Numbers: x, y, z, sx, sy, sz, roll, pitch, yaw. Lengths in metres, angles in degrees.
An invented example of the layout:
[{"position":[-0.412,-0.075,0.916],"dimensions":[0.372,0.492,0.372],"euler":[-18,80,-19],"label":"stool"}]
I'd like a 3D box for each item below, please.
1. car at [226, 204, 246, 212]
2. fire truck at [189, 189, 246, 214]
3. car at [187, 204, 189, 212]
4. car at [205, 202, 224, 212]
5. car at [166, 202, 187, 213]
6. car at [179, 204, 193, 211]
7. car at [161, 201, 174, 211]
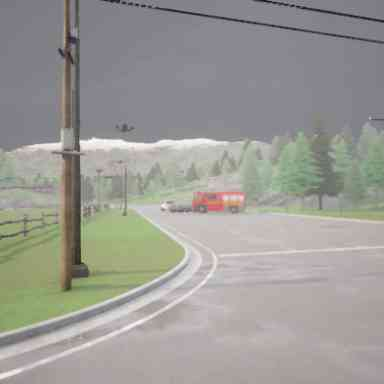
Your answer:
[{"position":[7.663,2.803,58.033],"dimensions":[1.895,1.301,4.718],"euler":[0,-1,-12],"label":"car"},{"position":[4.307,1.470,52.998],"dimensions":[8.468,3.827,2.891],"euler":[-1,-1,12],"label":"fire truck"},{"position":[0.065,2.801,56.654],"dimensions":[2.033,1.411,5.357],"euler":[-2,-1,15],"label":"car"},{"position":[3.921,2.605,58.787],"dimensions":[2.097,1.767,4.553],"euler":[0,-1,-12],"label":"car"},{"position":[-2.612,2.812,55.859],"dimensions":[1.994,1.385,4.181],"euler":[-1,-1,-12],"label":"car"},{"position":[-1.291,3.069,66.451],"dimensions":[1.895,1.301,4.718],"euler":[0,-1,-12],"label":"car"},{"position":[-4.717,2.705,65.730],"dimensions":[2.150,2.045,5.566],"euler":[0,-1,-12],"label":"car"}]
